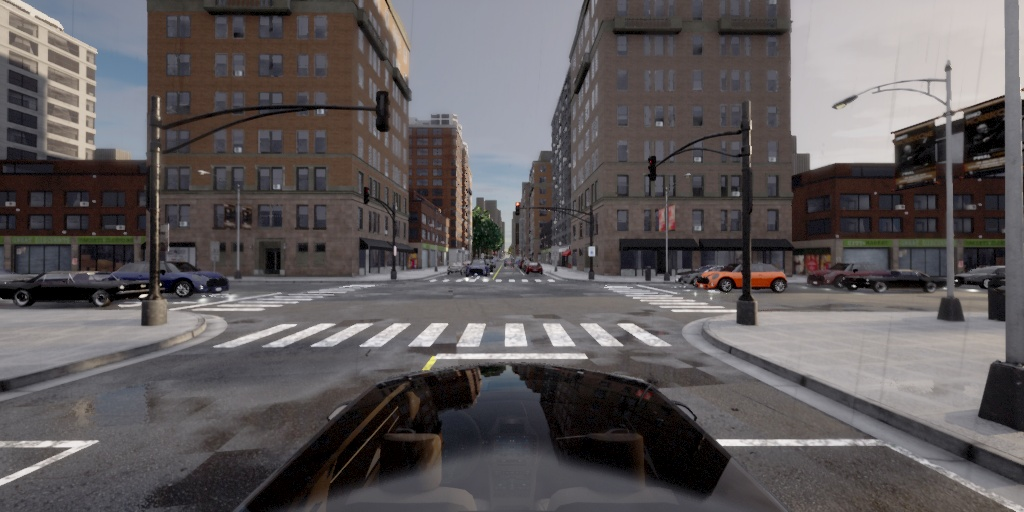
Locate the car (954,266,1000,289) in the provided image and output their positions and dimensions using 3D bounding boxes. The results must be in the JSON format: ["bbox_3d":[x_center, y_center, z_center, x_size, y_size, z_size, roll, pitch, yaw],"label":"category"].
[{"bbox_3d":[32.742,1.445,24.481,4.892,1.490,1.837,0,0,0],"label":"car"}]

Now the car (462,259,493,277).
[{"bbox_3d":[-3.331,1.123,35.616,2.097,1.767,4.553,0,0,0],"label":"car"}]

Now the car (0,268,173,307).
[{"bbox_3d":[-16.681,1.245,14.082,4.718,1.301,1.895,0,0,0],"label":"car"}]

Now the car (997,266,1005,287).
[{"bbox_3d":[32.292,1.476,21.227,4.181,1.385,1.994,0,0,-1],"label":"car"}]

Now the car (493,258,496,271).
[{"bbox_3d":[-3.425,1.138,45.486,2.097,1.767,4.553,0,0,-1],"label":"car"}]

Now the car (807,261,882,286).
[{"bbox_3d":[22.858,1.248,24.399,4.553,1.767,2.097,0,0,-1],"label":"car"}]

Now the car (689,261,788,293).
[{"bbox_3d":[13.368,1.179,21.064,4.553,1.767,2.097,0,0,-1],"label":"car"}]

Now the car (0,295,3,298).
[{"bbox_3d":[-5.855,1.190,1.364,1.967,1.591,4.097,0,0,0],"label":"car"}]

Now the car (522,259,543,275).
[{"bbox_3d":[2.415,1.322,39.828,1.888,1.381,4.507,0,0,-1],"label":"car"}]

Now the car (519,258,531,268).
[{"bbox_3d":[2.274,1.322,51.011,1.751,1.417,4.829,0,0,-1],"label":"car"}]

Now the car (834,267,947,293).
[{"bbox_3d":[22.354,1.468,21.144,4.718,1.301,1.895,0,0,-1],"label":"car"}]

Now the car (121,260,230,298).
[{"bbox_3d":[-16.465,1.023,17.367,4.553,1.767,2.097,0,0,-1],"label":"car"}]

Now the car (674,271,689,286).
[{"bbox_3d":[13.664,1.346,24.332,4.902,1.511,2.128,0,0,0],"label":"car"}]

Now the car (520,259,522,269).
[{"bbox_3d":[2.346,1.352,45.334,1.948,1.339,4.313,0,0,-1],"label":"car"}]

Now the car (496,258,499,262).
[{"bbox_3d":[-3.571,1.360,57.812,2.033,1.411,5.357,0,0,-1],"label":"car"}]

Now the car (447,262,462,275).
[{"bbox_3d":[-6.110,1.327,39.724,2.007,1.370,4.403,0,0,-1],"label":"car"}]

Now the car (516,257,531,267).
[{"bbox_3d":[2.206,1.124,56.347,2.192,1.841,5.009,0,0,-1],"label":"car"}]
